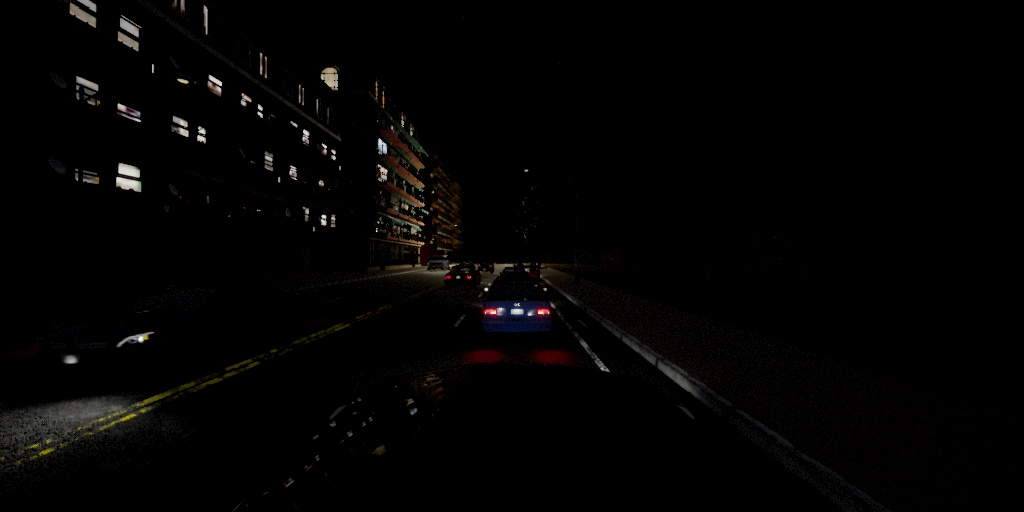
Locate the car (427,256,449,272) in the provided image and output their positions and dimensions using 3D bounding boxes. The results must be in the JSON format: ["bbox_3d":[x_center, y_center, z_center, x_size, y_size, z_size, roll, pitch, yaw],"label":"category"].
[{"bbox_3d":[-9.788,0.974,47.908,2.150,2.045,5.566,0,0,0],"label":"car"}]

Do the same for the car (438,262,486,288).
[{"bbox_3d":[-3.116,1.301,23.445,2.033,1.411,5.357,0,0,0],"label":"car"}]

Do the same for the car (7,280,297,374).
[{"bbox_3d":[-6.595,1.277,7.686,1.812,1.442,4.674,0,0,0],"label":"car"}]

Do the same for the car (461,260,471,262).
[{"bbox_3d":[-6.532,1.316,50.909,1.994,1.385,4.181,0,0,0],"label":"car"}]

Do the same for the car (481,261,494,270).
[{"bbox_3d":[-3.100,1.279,42.837,1.812,1.442,4.674,0,0,0],"label":"car"}]

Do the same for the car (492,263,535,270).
[{"bbox_3d":[0.118,1.317,20.898,1.994,1.385,4.181,0,0,1],"label":"car"}]

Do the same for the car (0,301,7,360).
[{"bbox_3d":[-9.847,1.228,4.527,1.882,1.535,5.008,0,0,0],"label":"car"}]

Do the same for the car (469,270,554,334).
[{"bbox_3d":[0.112,1.299,10.565,2.033,1.411,5.357,0,0,0],"label":"car"}]

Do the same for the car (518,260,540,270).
[{"bbox_3d":[1.173,1.104,29.833,2.097,1.767,4.553,0,0,0],"label":"car"}]
